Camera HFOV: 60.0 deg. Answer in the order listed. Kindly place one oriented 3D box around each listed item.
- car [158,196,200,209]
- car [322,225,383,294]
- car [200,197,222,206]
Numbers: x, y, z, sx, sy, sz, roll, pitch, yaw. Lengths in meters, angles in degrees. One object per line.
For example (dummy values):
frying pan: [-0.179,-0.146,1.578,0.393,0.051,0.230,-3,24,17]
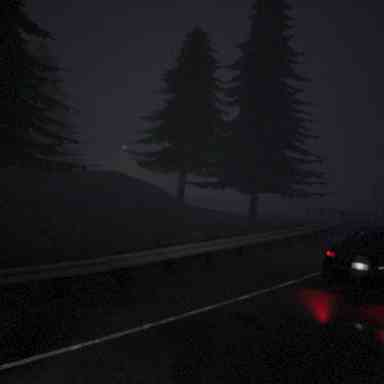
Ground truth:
car: [-1.833,1.362,47.029,4.902,1.511,2.128,0,0,35]
car: [5.047,1.532,8.365,4.181,1.385,1.994,0,0,-42]
car: [2.354,1.450,52.647,4.718,1.301,1.895,0,0,35]
